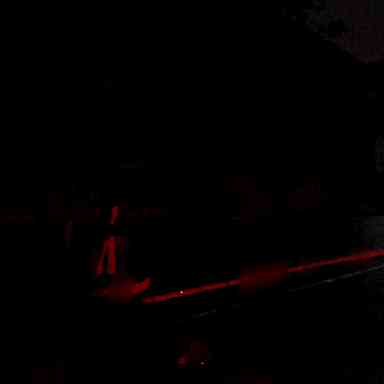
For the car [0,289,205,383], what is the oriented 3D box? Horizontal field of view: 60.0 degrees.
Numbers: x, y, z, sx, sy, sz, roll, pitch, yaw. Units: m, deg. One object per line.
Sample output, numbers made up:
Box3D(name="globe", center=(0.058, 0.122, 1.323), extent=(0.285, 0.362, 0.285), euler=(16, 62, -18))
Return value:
Box3D(name="car", center=(-2.458, 1.545, 2.239), extent=(5.357, 1.411, 2.033), euler=(0, 0, -36))
